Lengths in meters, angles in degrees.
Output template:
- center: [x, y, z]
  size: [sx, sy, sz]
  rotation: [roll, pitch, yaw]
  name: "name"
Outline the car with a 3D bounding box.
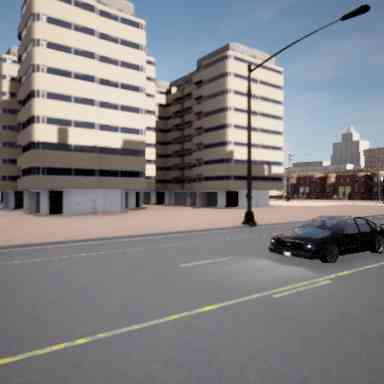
- center: [5.154, 1.544, 11.920]
  size: [5.357, 1.411, 2.033]
  rotation: [0, 0, -35]
  name: "car"
